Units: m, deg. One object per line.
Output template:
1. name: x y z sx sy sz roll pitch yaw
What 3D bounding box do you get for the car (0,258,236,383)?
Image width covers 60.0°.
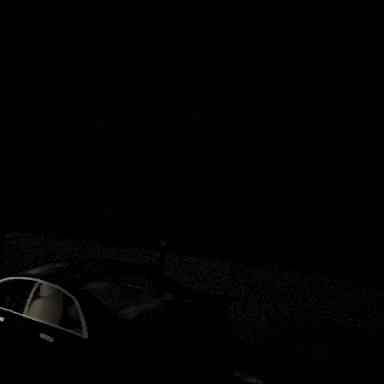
1. car: -1.590 1.543 4.215 4.403 1.369 2.008 0 0 35
